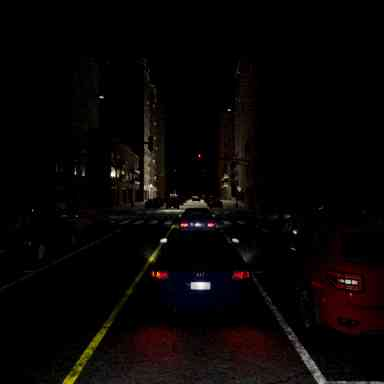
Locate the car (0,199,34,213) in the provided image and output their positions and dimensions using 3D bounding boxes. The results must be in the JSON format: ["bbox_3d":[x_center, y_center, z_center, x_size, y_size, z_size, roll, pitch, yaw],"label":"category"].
[{"bbox_3d":[-16.425,1.341,29.229,4.902,1.511,2.128,1,-1,1],"label":"car"}]

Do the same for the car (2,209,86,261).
[{"bbox_3d":[-5.703,1.547,12.284,1.887,1.381,4.507,1,0,1],"label":"car"}]

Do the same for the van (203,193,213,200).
[{"bbox_3d":[3.454,1.356,61.828,1.690,1.788,3.998,1,0,1],"label":"van"}]

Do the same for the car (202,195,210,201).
[{"bbox_3d":[3.812,1.597,90.192,1.947,1.339,4.313,1,0,1],"label":"car"}]

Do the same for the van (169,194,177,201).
[{"bbox_3d":[-4.783,1.368,84.633,1.690,1.788,3.998,1,0,1],"label":"van"}]

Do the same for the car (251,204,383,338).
[{"bbox_3d":[2.753,1.316,6.543,2.192,1.841,5.009,1,0,1],"label":"car"}]

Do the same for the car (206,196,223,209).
[{"bbox_3d":[3.236,1.591,44.808,1.802,1.307,4.206,1,0,1],"label":"car"}]

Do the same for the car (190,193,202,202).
[{"bbox_3d":[0.946,1.562,74.185,2.033,1.411,5.357,0,0,1],"label":"car"}]

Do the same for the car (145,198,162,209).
[{"bbox_3d":[-5.289,1.554,44.926,1.887,1.381,4.507,1,0,1],"label":"car"}]

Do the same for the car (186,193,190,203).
[{"bbox_3d":[-2.141,1.369,68.852,2.097,1.767,4.553,0,0,1],"label":"car"}]

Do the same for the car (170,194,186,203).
[{"bbox_3d":[-2.398,1.490,55.046,1.882,1.535,5.008,0,0,1],"label":"car"}]

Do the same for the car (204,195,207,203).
[{"bbox_3d":[3.380,1.595,56.155,1.802,1.307,4.206,1,0,1],"label":"car"}]

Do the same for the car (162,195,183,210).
[{"bbox_3d":[-2.587,1.557,44.536,2.033,1.411,5.357,0,0,-3],"label":"car"}]

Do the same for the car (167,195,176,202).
[{"bbox_3d":[-4.855,1.464,78.961,1.967,1.590,4.097,1,0,1],"label":"car"}]

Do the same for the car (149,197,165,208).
[{"bbox_3d":[-5.217,1.555,50.599,1.887,1.381,4.507,1,0,1],"label":"car"}]

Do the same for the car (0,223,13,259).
[{"bbox_3d":[-5.777,1.526,6.490,1.752,1.417,4.829,1,0,1],"label":"car"}]

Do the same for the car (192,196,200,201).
[{"bbox_3d":[1.070,1.623,84.884,1.895,1.301,4.718,0,0,1],"label":"car"}]

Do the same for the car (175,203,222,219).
[{"bbox_3d":[0.268,1.551,17.732,2.033,1.411,5.357,0,0,0],"label":"car"}]

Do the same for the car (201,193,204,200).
[{"bbox_3d":[3.527,1.333,67.500,2.192,1.841,5.009,1,0,1],"label":"car"}]

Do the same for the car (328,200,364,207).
[{"bbox_3d":[13.988,1.502,31.876,4.553,1.767,2.097,0,-1,1],"label":"car"}]

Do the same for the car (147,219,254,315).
[{"bbox_3d":[0.175,1.566,7.668,1.994,1.385,4.181,0,0,1],"label":"car"}]

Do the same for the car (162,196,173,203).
[{"bbox_3d":[-5.001,1.600,67.616,1.802,1.307,4.206,1,0,1],"label":"car"}]

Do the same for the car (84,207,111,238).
[{"bbox_3d":[-5.634,1.528,17.739,1.752,1.417,4.829,1,0,1],"label":"car"}]

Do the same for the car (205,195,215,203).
[{"bbox_3d":[3.308,1.593,50.482,1.802,1.307,4.206,1,0,1],"label":"car"}]
